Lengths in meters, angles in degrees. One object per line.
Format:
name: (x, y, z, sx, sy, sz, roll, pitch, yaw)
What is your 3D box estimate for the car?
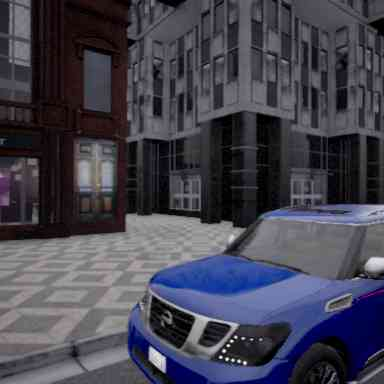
car: (1.918, 1.234, 4.753, 5.566, 2.045, 2.150, 0, 0, -36)
